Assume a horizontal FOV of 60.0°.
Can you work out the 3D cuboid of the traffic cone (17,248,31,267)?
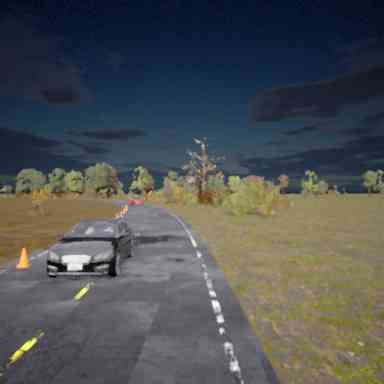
[{"bbox_3d":[-5.342,2.069,10.575,0.340,0.580,0.340,0,-1,-2],"label":"traffic cone"}]

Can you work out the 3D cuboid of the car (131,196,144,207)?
[{"bbox_3d":[-10.979,1.880,66.403,2.150,2.045,5.566,0,-1,-17],"label":"car"}]

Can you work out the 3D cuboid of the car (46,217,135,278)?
[{"bbox_3d":[-2.981,1.604,10.627,2.128,1.511,4.902,0,-1,-3],"label":"car"}]

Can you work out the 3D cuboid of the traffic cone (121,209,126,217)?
[{"bbox_3d":[-7.465,2.318,35.240,0.340,0.580,0.340,0,-1,-7],"label":"traffic cone"}]
